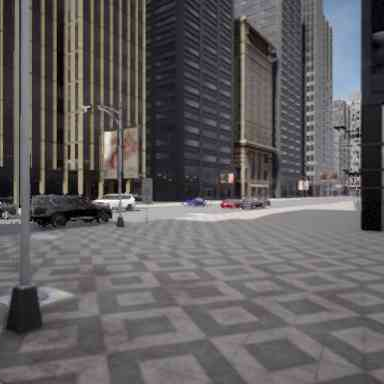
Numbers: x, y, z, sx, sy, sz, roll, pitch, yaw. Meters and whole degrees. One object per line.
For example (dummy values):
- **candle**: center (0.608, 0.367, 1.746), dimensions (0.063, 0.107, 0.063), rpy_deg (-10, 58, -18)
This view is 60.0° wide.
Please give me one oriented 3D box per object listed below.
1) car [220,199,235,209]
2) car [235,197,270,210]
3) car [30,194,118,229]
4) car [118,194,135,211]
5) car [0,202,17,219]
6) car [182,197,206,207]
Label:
- **car**: center (5.717, 1.612, 46.850), dimensions (1.994, 1.385, 4.181), rpy_deg (0, 0, 36)
- **car**: center (8.208, 1.547, 44.759), dimensions (2.128, 1.511, 4.902), rpy_deg (0, 0, 36)
- **car**: center (-8.061, 1.239, 22.393), dimensions (2.150, 2.045, 5.566), rpy_deg (0, 0, 39)
- **car**: center (-8.932, 1.235, 37.864), dimensions (2.150, 2.045, 5.566), rpy_deg (0, 0, 36)
- **car**: center (-16.820, 1.501, 26.886), dimensions (1.837, 1.490, 4.892), rpy_deg (0, 0, 36)
- **car**: center (0.374, 1.560, 50.729), dimensions (1.812, 1.442, 4.674), rpy_deg (0, 0, 36)
